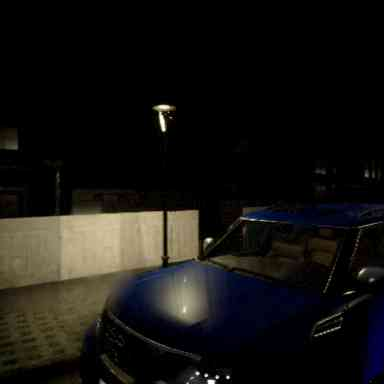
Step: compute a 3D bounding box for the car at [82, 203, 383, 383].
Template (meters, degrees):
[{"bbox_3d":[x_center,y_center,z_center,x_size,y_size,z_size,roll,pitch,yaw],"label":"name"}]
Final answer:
[{"bbox_3d":[1.558,1.204,4.223,5.566,2.045,2.150,0,0,-37],"label":"car"}]
